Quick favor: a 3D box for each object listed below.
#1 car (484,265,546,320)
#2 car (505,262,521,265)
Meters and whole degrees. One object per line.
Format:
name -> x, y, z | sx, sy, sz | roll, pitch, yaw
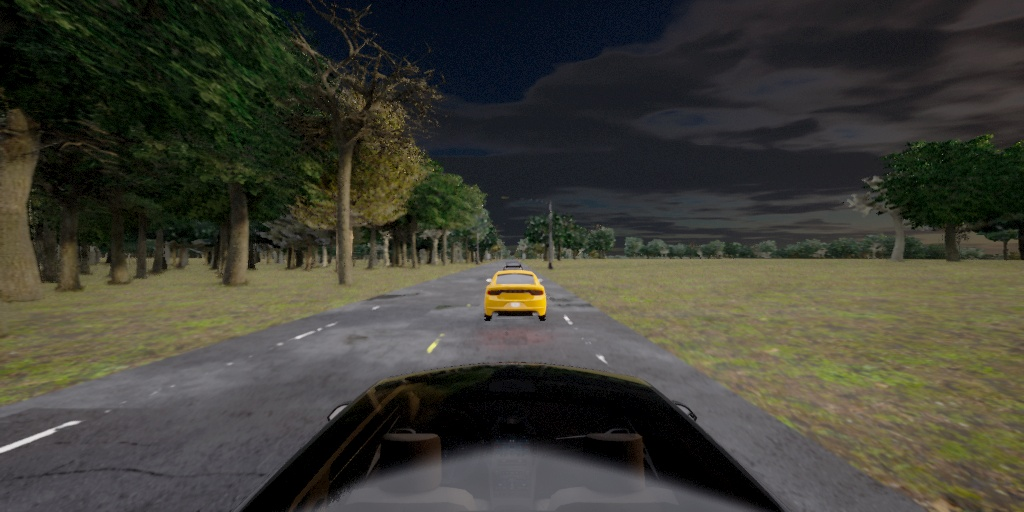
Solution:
car -> 0.098, 1.235, 12.685 | 1.882, 1.535, 5.008 | 0, 0, 0
car -> 0.095, 1.273, 33.148 | 2.128, 1.511, 4.902 | 0, 0, 0
